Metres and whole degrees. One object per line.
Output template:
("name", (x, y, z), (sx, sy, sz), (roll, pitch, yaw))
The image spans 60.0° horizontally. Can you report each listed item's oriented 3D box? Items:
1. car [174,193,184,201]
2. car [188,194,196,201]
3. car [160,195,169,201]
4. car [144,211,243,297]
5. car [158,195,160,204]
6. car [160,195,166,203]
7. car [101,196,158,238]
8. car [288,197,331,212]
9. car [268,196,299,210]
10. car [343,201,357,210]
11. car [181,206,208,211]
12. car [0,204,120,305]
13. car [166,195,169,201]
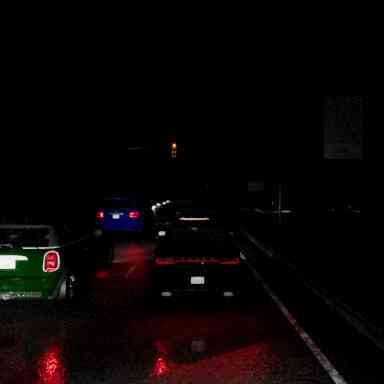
("car", (-3.412, 1.218, 85.608), (2.150, 2.045, 5.566), (0, 0, 0))
("car", (0.088, 1.348, 85.927), (2.097, 1.767, 4.553), (0, 0, 0))
("car", (-6.913, 1.459, 85.372), (1.882, 1.535, 5.008), (0, 0, 0))
("car", (0.109, 1.478, 8.609), (1.882, 1.535, 5.008), (0, 0, 0))
("car", (-7.029, 1.505, 55.758), (1.837, 1.490, 4.892), (0, 0, 0))
("car", (-6.964, 1.547, 65.538), (2.033, 1.411, 5.357), (0, 0, 1))
("car", (-3.402, 1.221, 17.852), (2.150, 2.045, 5.566), (0, 0, 1))
("car", (13.746, 1.564, 38.328), (4.181, 1.385, 1.994), (0, 0, 3))
("car", (11.989, 1.352, 41.936), (4.553, 1.767, 2.097), (0, 0, 3))
("car", (20.570, 1.562, 41.446), (4.181, 1.385, 1.994), (0, 0, 3))
("car", (0.119, 1.491, 18.108), (2.128, 1.511, 4.902), (0, 0, 0))
("car", (-3.392, 1.352, 8.234), (2.097, 1.767, 4.553), (0, 0, 0))
("car", (-6.923, 1.478, 75.347), (1.882, 1.535, 5.008), (0, 0, 0))
